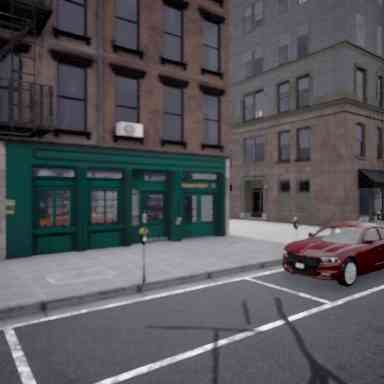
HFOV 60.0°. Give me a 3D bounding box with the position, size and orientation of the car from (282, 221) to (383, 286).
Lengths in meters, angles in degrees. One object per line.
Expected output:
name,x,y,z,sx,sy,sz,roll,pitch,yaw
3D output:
car,4.440,1.534,9.351,4.507,1.381,1.887,0,0,-35
